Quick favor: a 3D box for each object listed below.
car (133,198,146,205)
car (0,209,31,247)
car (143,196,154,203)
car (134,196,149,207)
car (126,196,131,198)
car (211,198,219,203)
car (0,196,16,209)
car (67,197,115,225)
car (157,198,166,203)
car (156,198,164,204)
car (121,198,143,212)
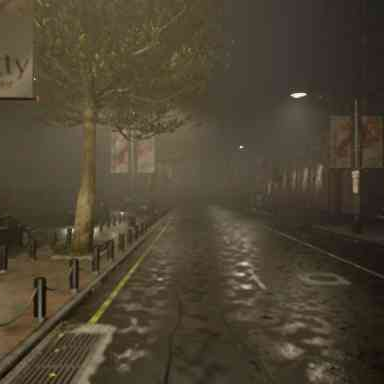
[{"bbox_3d":[-11.734,2.164,74.954,2.128,1.511,4.902,0,0,0],"label":"car"},{"bbox_3d":[-8.137,1.620,13.083,1.837,1.490,4.892,0,-1,0],"label":"car"},{"bbox_3d":[-11.783,1.986,90.079,2.150,2.045,5.566,0,0,0],"label":"car"},{"bbox_3d":[-8.259,1.701,56.107,2.150,2.045,5.566,0,-1,0],"label":"car"},{"bbox_3d":[-11.737,1.770,64.074,2.150,2.045,5.566,0,-1,0],"label":"car"},{"bbox_3d":[6.457,2.388,93.246,1.895,1.301,4.718,0,0,0],"label":"car"},{"bbox_3d":[-24.778,1.567,40.961,5.566,2.045,2.150,-1,-1,-4],"label":"car"},{"bbox_3d":[-8.182,1.444,26.919,2.150,2.045,5.566,0,1,0],"label":"car"},{"bbox_3d":[-8.284,2.251,90.567,1.812,1.442,4.674,0,0,0],"label":"car"},{"bbox_3d":[-8.240,2.179,76.785,1.812,1.442,4.674,0,0,0],"label":"car"},{"bbox_3d":[-8.231,1.907,44.648,1.812,1.442,4.674,0,-1,0],"label":"car"}]
